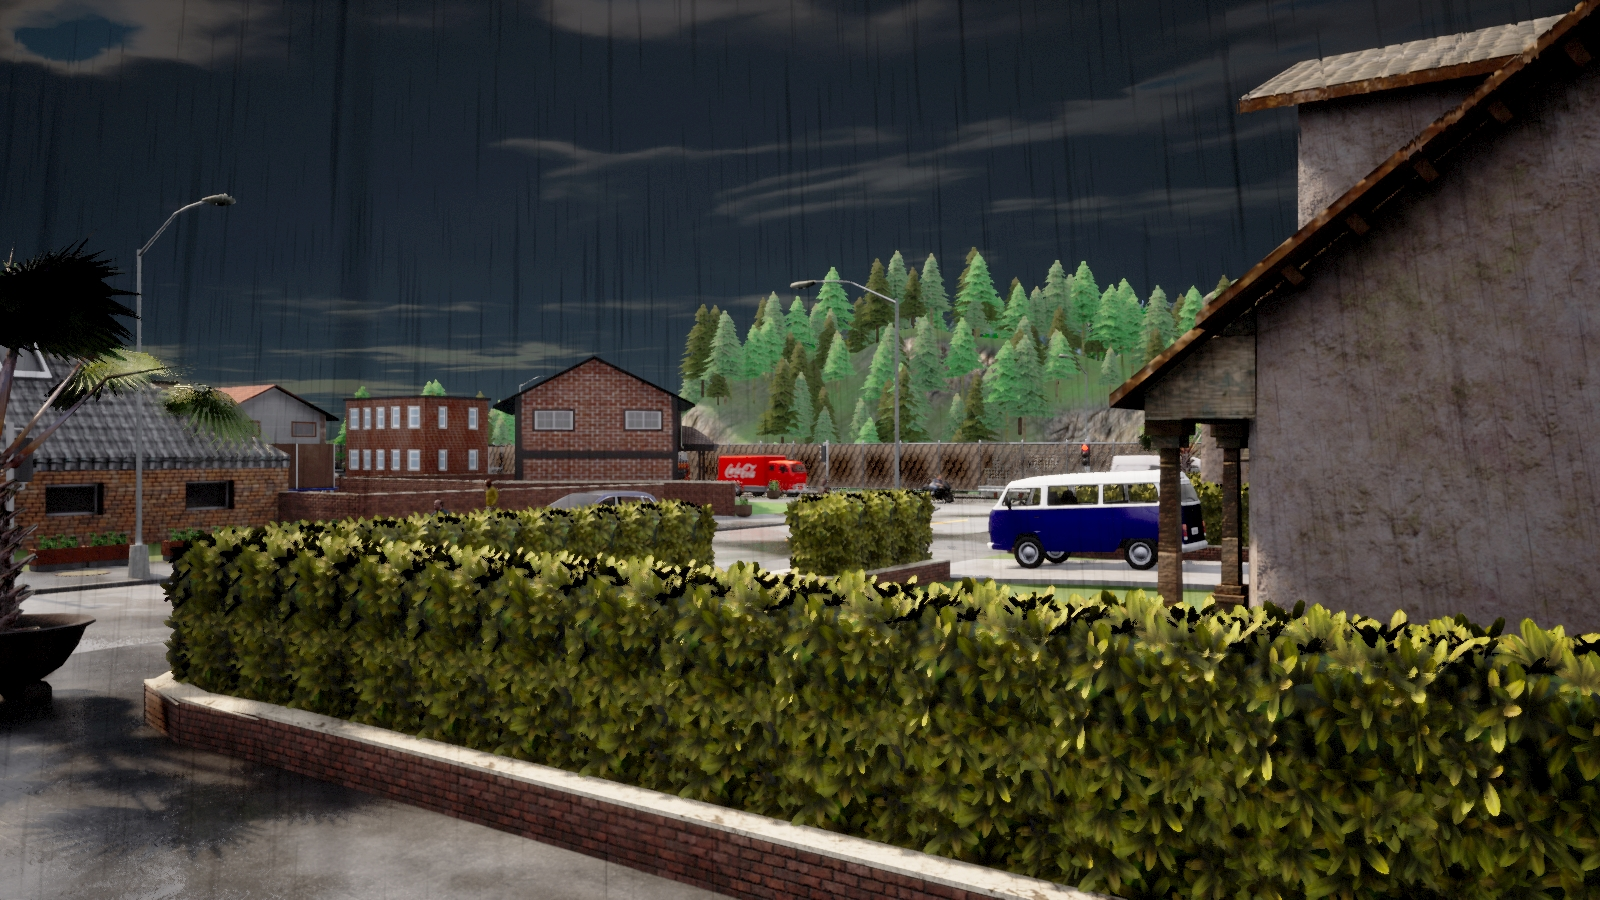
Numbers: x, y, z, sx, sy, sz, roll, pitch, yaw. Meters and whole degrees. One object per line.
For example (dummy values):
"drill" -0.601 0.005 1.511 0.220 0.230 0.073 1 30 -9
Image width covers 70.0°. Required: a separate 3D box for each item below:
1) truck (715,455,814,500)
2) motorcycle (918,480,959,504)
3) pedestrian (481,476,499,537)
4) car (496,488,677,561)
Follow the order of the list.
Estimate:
"truck" -2.076 1.550 66.336 5.204 2.467 2.627 0 0 35
"motorcycle" 7.166 2.175 59.360 2.033 1.199 0.803 0 0 44
"pedestrian" -9.507 1.732 35.050 0.375 1.860 0.375 0 0 35
"car" -5.756 1.958 31.296 2.242 1.667 4.611 0 0 35
